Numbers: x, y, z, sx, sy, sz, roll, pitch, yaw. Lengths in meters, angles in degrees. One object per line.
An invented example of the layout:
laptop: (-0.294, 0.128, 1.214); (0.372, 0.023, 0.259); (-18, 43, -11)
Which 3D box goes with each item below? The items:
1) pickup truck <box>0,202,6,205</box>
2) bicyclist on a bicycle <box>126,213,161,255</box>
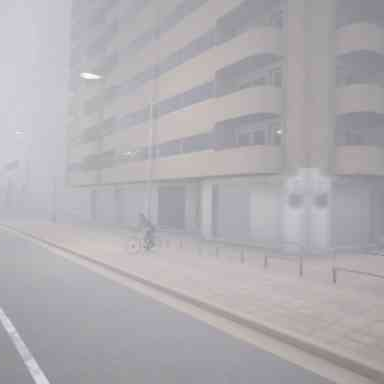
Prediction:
pickup truck: (-47.391, 2.341, 80.648); (2.390, 2.098, 6.274); (2, -2, -8)
bicyclist on a bicycle: (-1.909, 1.673, 13.352); (1.656, 1.620, 0.582); (2, -2, -38)
